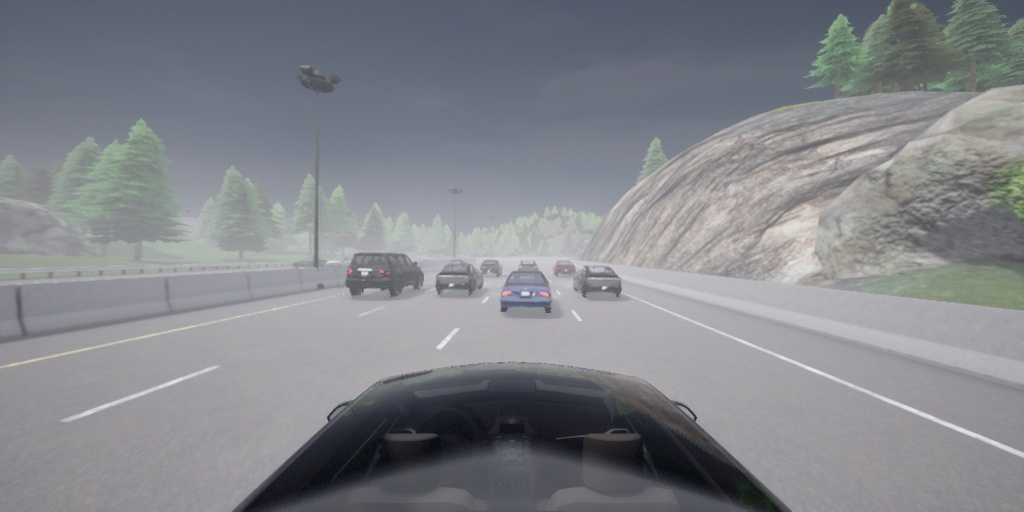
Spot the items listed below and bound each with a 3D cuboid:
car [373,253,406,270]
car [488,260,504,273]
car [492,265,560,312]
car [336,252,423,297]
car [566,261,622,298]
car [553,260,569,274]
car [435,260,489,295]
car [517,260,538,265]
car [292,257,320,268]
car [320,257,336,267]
[{"bbox_3d":[-15.621,0.643,46.049,2.150,2.045,5.566,1,0,3],"label":"car"},{"bbox_3d":[-1.971,1.121,34.438,1.837,1.490,4.892,1,0,3],"label":"car"},{"bbox_3d":[0.564,1.262,14.103,2.033,1.411,5.357,1,0,3],"label":"car"},{"bbox_3d":[-6.232,0.843,18.164,2.150,2.045,5.566,1,0,3],"label":"car"},{"bbox_3d":[4.296,1.234,18.585,2.128,1.511,4.902,1,0,3],"label":"car"},{"bbox_3d":[5.083,1.172,35.377,1.882,1.535,5.008,1,0,3],"label":"car"},{"bbox_3d":[-2.689,1.152,19.042,2.128,1.511,4.902,1,0,3],"label":"car"},{"bbox_3d":[1.509,1.150,33.968,2.128,1.511,4.902,1,0,3],"label":"car"},{"bbox_3d":[-26.105,0.847,46.595,2.033,1.411,5.357,1,0,3],"label":"car"},{"bbox_3d":[-22.582,0.865,46.986,1.812,1.442,4.674,1,0,3],"label":"car"}]
